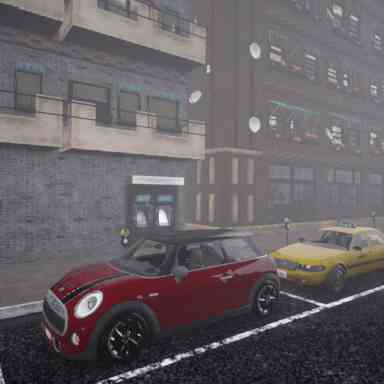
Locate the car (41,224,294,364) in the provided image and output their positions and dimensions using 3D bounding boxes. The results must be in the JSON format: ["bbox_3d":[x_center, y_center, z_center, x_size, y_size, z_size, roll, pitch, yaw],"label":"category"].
[{"bbox_3d":[-0.388,1.441,5.808,4.097,1.590,1.967,0,1,-35],"label":"car"}]

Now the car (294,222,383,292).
[{"bbox_3d":[3.990,1.527,8.933,4.829,1.417,1.752,0,1,-35],"label":"car"}]
